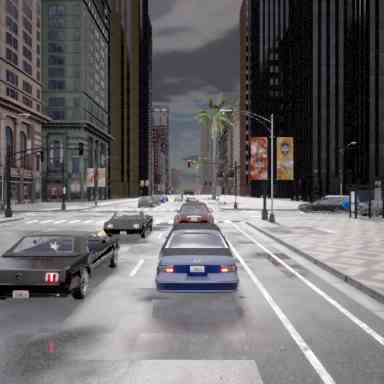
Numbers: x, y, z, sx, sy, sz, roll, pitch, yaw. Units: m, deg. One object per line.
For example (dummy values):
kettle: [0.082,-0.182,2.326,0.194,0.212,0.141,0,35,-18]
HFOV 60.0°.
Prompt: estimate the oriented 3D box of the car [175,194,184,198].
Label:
car: [-3.300,1.521,80.429,1.812,1.442,4.674,0,0,0]

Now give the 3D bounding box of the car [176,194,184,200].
car: [-3.306,1.316,90.433,1.882,1.535,5.008,0,0,0]

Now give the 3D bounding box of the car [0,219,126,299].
car: [-3.154,1.600,8.362,1.895,1.301,4.718,0,0,0]

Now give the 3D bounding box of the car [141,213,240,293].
car: [0.097,1.547,8.991,2.033,1.411,5.357,0,0,0]

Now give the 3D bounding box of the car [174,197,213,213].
car: [0.108,1.352,18.435,2.097,1.767,4.553,0,0,0]

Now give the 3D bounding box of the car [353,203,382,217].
car: [17.053,1.549,29.648,4.403,1.369,2.008,0,0,0]

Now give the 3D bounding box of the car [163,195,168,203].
car: [-6.554,1.481,67.574,1.882,1.535,5.008,0,0,0]

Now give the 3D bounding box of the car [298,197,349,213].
car: [13.761,1.510,35.505,4.674,1.442,1.812,0,0,1]

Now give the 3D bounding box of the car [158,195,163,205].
car: [-6.613,1.507,58.070,1.837,1.490,4.892,0,0,0]

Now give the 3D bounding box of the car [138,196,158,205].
car: [-6.621,1.354,48.840,2.097,1.767,4.553,0,0,0]

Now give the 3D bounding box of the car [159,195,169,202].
car: [-6.548,1.529,77.740,1.812,1.442,4.674,0,0,0]

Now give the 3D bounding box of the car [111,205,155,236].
car: [-3.165,1.600,17.530,1.895,1.301,4.718,0,0,0]

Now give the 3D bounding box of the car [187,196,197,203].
car: [-0.025,1.545,73.449,2.033,1.411,5.357,0,0,0]
